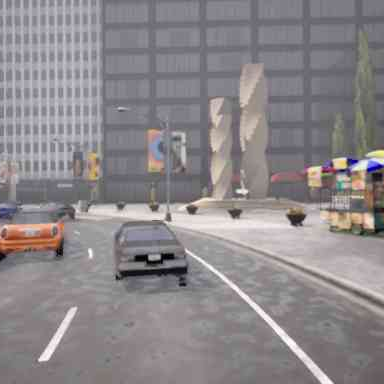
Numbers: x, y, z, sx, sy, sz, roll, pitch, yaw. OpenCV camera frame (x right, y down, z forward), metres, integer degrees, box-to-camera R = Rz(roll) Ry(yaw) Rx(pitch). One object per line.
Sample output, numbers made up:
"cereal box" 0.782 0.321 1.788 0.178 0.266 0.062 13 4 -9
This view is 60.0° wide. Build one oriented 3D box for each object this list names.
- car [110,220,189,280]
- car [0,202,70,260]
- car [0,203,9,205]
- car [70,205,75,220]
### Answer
"car" -1.461 1.577 10.178 2.033 1.411 5.357 0 0 -14
"car" -6.150 1.430 13.258 2.097 1.767 4.553 -1 0 -19
"car" -16.412 1.675 28.968 5.008 1.535 1.882 -1 0 45
"car" -11.952 1.661 29.380 1.837 1.490 4.892 0 -1 -42
